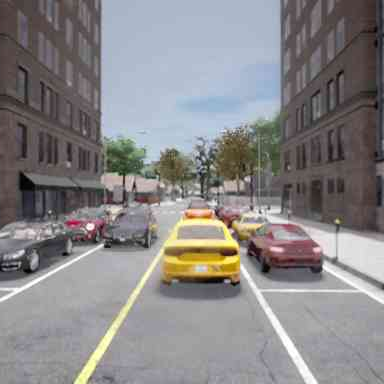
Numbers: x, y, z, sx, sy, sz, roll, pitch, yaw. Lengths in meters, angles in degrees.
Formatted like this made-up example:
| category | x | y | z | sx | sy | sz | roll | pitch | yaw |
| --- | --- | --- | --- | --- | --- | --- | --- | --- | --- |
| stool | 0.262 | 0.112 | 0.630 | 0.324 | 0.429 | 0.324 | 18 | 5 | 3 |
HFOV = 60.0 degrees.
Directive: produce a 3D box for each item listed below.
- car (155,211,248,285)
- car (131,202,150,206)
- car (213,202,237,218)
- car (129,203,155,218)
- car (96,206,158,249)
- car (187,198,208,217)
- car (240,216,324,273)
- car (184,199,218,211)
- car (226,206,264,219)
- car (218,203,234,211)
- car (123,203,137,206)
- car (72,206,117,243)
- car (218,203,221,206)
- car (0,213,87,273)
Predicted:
| category | x | y | z | sx | sy | sz | roll | pitch | yaw |
| --- | --- | --- | --- | --- | --- | --- | --- | --- | --- |
| car | 0.245 | 1.528 | 9.667 | 1.882 | 1.535 | 5.008 | 0 | 0 | 1 |
| car | -4.947 | 1.587 | 27.265 | 1.967 | 1.590 | 4.097 | 0 | 0 | 1 |
| car | 3.171 | 1.747 | 32.648 | 1.947 | 1.339 | 4.313 | 0 | 0 | 1 |
| car | -4.853 | 1.760 | 32.783 | 1.802 | 1.307 | 4.206 | 0 | 0 | 1 |
| car | -2.613 | 1.584 | 15.117 | 1.837 | 1.490 | 4.892 | 0 | 0 | 1 |
| car | 0.563 | 1.542 | 34.372 | 2.097 | 1.767 | 4.553 | 0 | 0 | 1 |
| car | 2.797 | 1.638 | 10.578 | 1.802 | 1.307 | 4.206 | 0 | 0 | 1 |
| car | 0.479 | 1.482 | 23.575 | 2.097 | 1.767 | 4.553 | 0 | 0 | 1 |
| car | 2.893 | 1.613 | 16.266 | 1.752 | 1.417 | 4.829 | 0 | 0 | 1 |
| car | 2.984 | 1.662 | 21.614 | 1.887 | 1.381 | 4.507 | 0 | 0 | 1 |
| car | -5.043 | 1.640 | 21.577 | 1.752 | 1.417 | 4.829 | 0 | 0 | 1 |
| car | -5.134 | 1.524 | 16.229 | 1.967 | 1.590 | 4.097 | 0 | 0 | 1 |
| car | 3.077 | 1.731 | 27.131 | 1.802 | 1.307 | 4.206 | 0 | 0 | 1 |
| car | -5.227 | 1.604 | 10.711 | 2.008 | 1.369 | 4.403 | 0 | 0 | 1 |
